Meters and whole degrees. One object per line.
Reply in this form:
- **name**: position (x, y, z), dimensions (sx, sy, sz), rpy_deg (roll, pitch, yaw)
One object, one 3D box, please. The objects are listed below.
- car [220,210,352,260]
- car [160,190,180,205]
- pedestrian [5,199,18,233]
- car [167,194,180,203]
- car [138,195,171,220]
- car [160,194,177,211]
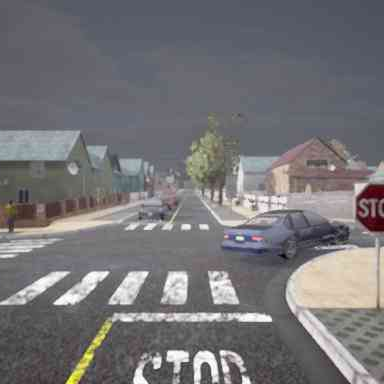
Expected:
- **car**: position (3.368, 1.309, 11.360), dimensions (5.357, 1.411, 2.033), rpy_deg (-3, -1, -39)
- **car**: position (-2.950, 0.717, 44.231), dimensions (2.150, 2.045, 5.566), rpy_deg (0, 1, 0)
- **pedestrian**: position (-9.730, 1.257, 17.865), dimensions (0.375, 1.860, 0.375), rpy_deg (0, 1, 0)
- **car**: position (-2.926, 0.979, 54.274), dimensions (1.895, 1.301, 4.718), rpy_deg (0, 1, 0)
- **car**: position (-2.889, 1.238, 25.368), dimensions (1.812, 1.442, 4.674), rpy_deg (0, 1, 0)
- **car**: position (-2.919, 1.210, 34.424), dimensions (1.895, 1.301, 4.718), rpy_deg (0, 1, 0)
